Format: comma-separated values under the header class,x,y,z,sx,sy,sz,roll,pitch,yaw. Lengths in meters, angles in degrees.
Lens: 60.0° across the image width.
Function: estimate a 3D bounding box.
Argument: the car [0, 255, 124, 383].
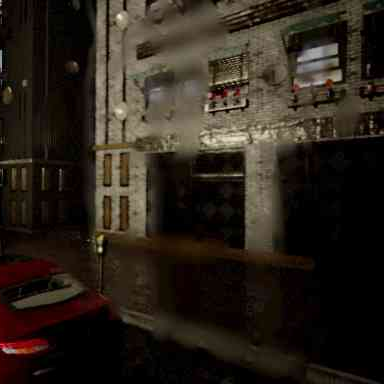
class,x,y,z,sx,sy,sz,roll,pitch,yaw
car,-2.766,1.572,4.662,4.206,1.307,1.802,0,1,35
